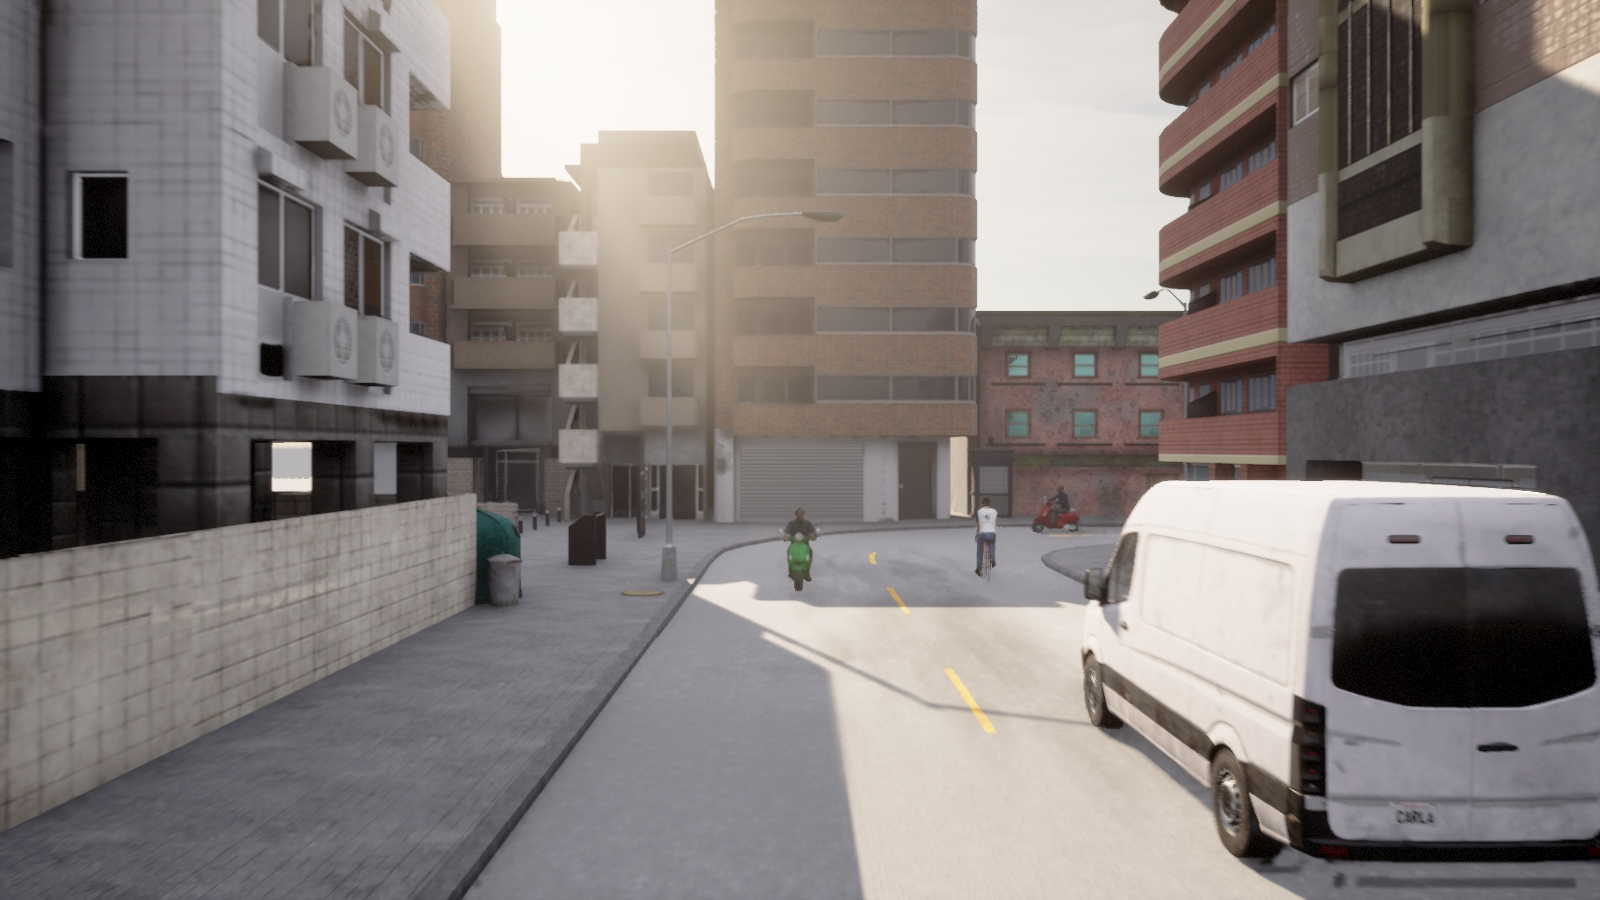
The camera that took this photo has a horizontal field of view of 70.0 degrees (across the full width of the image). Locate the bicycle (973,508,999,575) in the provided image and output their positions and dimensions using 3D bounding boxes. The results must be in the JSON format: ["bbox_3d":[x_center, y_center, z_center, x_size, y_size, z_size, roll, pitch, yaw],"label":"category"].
[{"bbox_3d":[3.965,1.932,24.427,0.373,1.296,1.643,0,-1,3],"label":"bicycle"}]

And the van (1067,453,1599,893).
[{"bbox_3d":[3.951,1.313,9.659,1.988,2.561,5.915,0,0,0],"label":"van"}]

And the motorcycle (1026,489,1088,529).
[{"bbox_3d":[8.592,1.958,38.260,1.805,1.236,0.856,0,2,-17],"label":"motorcycle"}]

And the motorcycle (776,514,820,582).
[{"bbox_3d":[-0.020,1.958,23.160,0.856,1.236,1.805,0,0,1],"label":"motorcycle"}]
